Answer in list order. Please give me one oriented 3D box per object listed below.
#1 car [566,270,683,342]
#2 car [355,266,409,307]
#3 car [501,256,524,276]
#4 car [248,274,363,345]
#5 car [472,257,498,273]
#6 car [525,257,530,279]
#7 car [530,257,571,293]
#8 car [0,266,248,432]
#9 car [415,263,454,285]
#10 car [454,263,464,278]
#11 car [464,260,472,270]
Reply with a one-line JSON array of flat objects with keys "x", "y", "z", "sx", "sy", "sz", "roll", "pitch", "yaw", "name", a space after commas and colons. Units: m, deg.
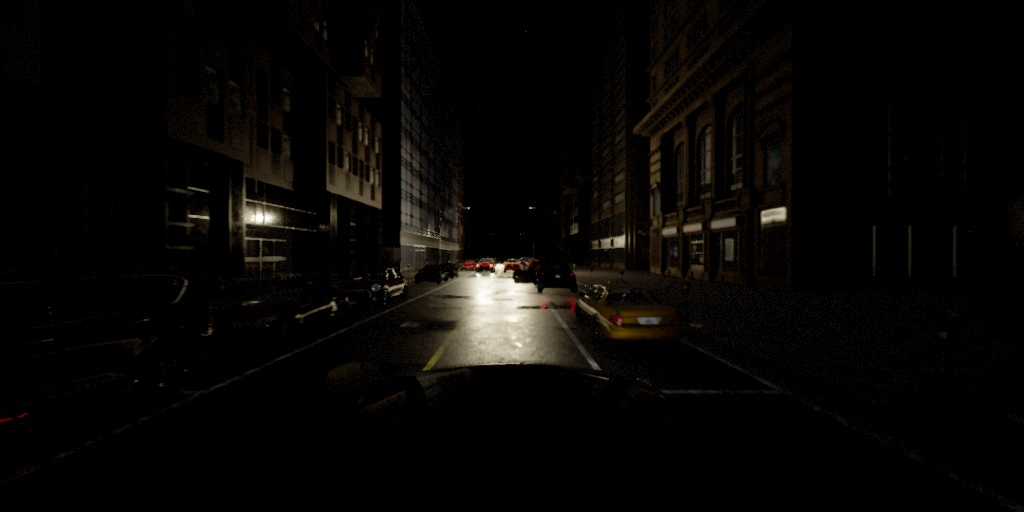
[{"x": 2.765, "y": 1.269, "z": 9.549, "sx": 1.751, "sy": 1.417, "sz": 4.829, "roll": 0, "pitch": 0, "yaw": 0, "name": "car"}, {"x": -5.758, "y": 1.178, "z": 14.969, "sx": 1.967, "sy": 1.591, "sz": 4.097, "roll": 0, "pitch": 0, "yaw": 0, "name": "car"}, {"x": 0.054, "y": 1.077, "z": 43.639, "sx": 2.097, "sy": 1.767, "sz": 4.553, "roll": 0, "pitch": 0, "yaw": 0, "name": "car"}, {"x": -5.760, "y": 1.325, "z": 9.368, "sx": 1.802, "sy": 1.307, "sz": 4.207, "roll": 0, "pitch": 0, "yaw": 0, "name": "car"}, {"x": -3.069, "y": 1.076, "z": 42.254, "sx": 2.097, "sy": 1.767, "sz": 4.553, "roll": 0, "pitch": 0, "yaw": 0, "name": "car"}, {"x": 2.776, "y": 1.041, "z": 37.386, "sx": 2.192, "sy": 1.841, "sz": 5.009, "roll": 0, "pitch": 0, "yaw": 0, "name": "car"}, {"x": 2.396, "y": 1.087, "z": 20.888, "sx": 2.097, "sy": 1.767, "sz": 4.553, "roll": 0, "pitch": 0, "yaw": 0, "name": "car"}, {"x": -5.762, "y": 1.063, "z": 3.766, "sx": 2.192, "sy": 1.841, "sz": 5.009, "roll": 0, "pitch": 0, "yaw": 0, "name": "car"}, {"x": -5.754, "y": 1.297, "z": 26.173, "sx": 1.948, "sy": 1.339, "sz": 4.313, "roll": 0, "pitch": 0, "yaw": 0, "name": "car"}, {"x": -5.752, "y": 1.294, "z": 31.775, "sx": 1.948, "sy": 1.339, "sz": 4.313, "roll": 0, "pitch": 0, "yaw": 0, "name": "car"}, {"x": -5.746, "y": 1.268, "z": 48.582, "sx": 1.888, "sy": 1.381, "sz": 4.507, "roll": 0, "pitch": 0, "yaw": 0, "name": "car"}]
